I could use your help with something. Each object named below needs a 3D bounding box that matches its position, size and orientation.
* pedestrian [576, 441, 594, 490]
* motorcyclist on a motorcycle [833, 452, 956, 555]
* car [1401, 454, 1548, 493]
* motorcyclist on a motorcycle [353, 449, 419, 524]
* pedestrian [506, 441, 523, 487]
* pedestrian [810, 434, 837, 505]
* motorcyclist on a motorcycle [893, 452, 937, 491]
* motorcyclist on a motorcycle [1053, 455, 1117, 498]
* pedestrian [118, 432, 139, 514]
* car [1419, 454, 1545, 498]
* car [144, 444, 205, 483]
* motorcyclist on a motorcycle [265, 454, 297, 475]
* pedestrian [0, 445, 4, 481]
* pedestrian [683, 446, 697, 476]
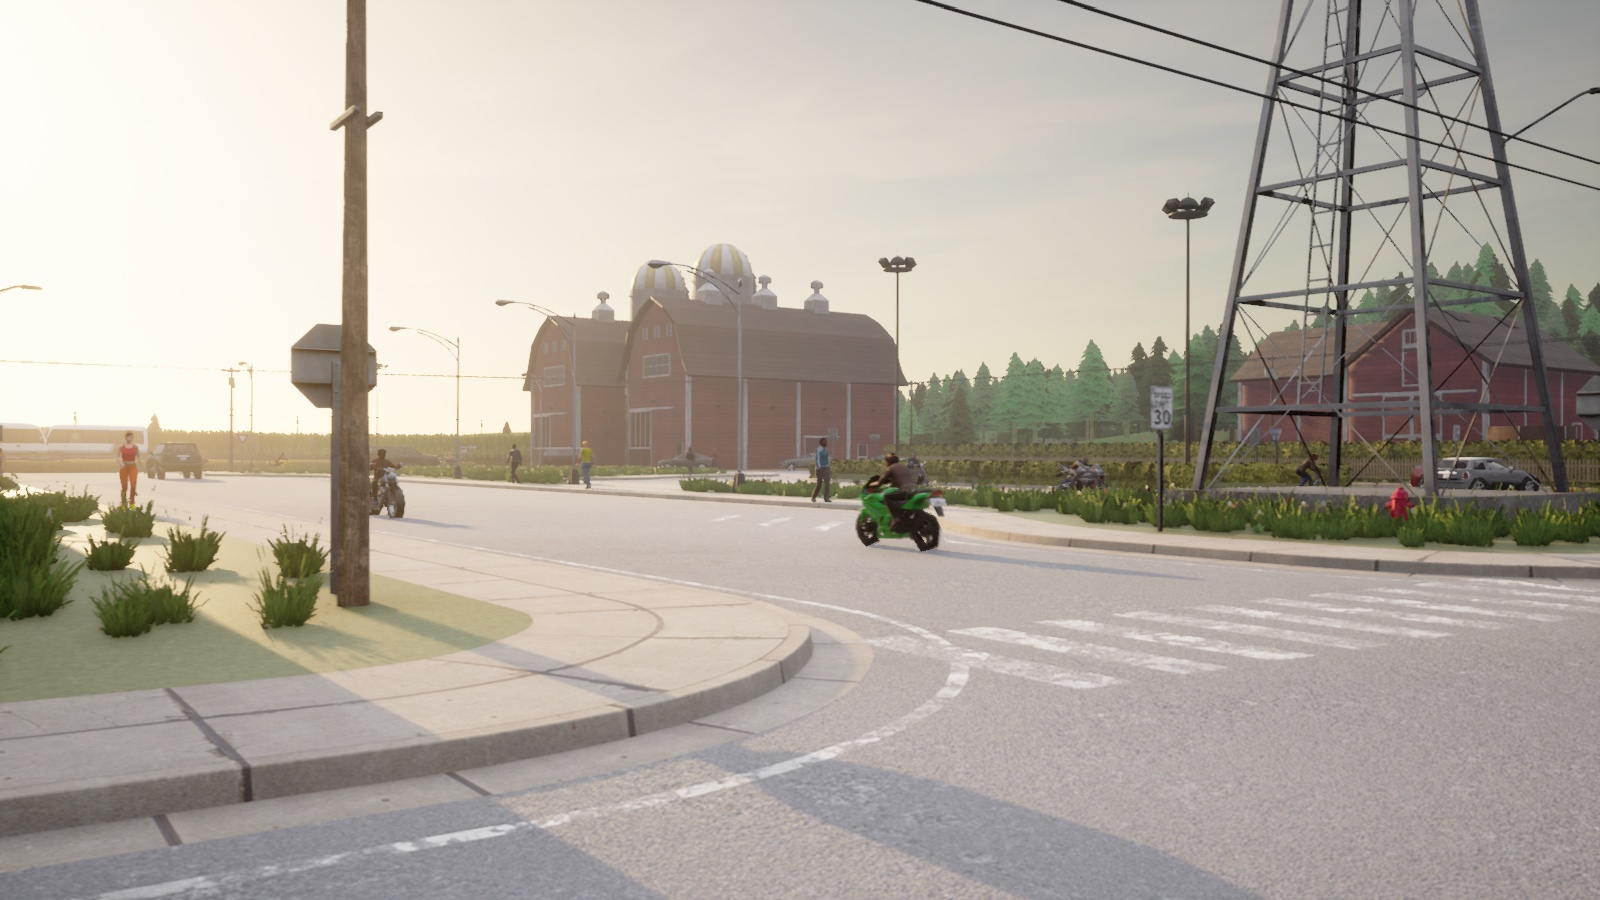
[{"bbox_3d":[-8.111,0.577,47.413,0.354,1.836,0.706,0,0,-41],"label":"pedestrian"},{"bbox_3d":[1.455,0.798,19.700,0.797,1.523,2.044,0,0,-36],"label":"motorcyclist on a motorcycle"},{"bbox_3d":[27.420,0.922,51.189,2.163,1.488,4.792,0,0,-35],"label":"car"},{"bbox_3d":[-9.547,0.805,28.917,0.766,1.649,2.350,0,0,-36],"label":"motorcyclist on a motorcycle"},{"bbox_3d":[-12.376,0.604,54.381,0.423,1.949,0.788,0,0,-40],"label":"pedestrian"},{"bbox_3d":[0.643,0.527,34.557,0.396,1.930,0.692,0,0,-35],"label":"pedestrian"},{"bbox_3d":[4.858,0.892,53.209,0.866,1.590,1.817,0,0,-35],"label":"motorcyclist on a motorcycle"},{"bbox_3d":[10.369,0.944,45.730,0.866,1.530,2.191,1,-1,-41],"label":"motorcyclist on a motorcycle"},{"bbox_3d":[-15.115,0.509,28.255,0.345,1.836,0.594,0,0,-35],"label":"pedestrian"},{"bbox_3d":[23.743,0.862,43.708,3.806,1.475,1.970,0,0,-25],"label":"car"},{"bbox_3d":[-34.869,0.733,69.929,2.150,2.045,5.566,0,0,-36],"label":"car"},{"bbox_3d":[-37.938,1.078,91.802,2.044,1.523,0.797,0,0,-35],"label":"motorcyclist on a motorcycle"},{"bbox_3d":[-40.114,0.645,62.821,0.594,1.836,0.345,0,0,44],"label":"pedestrian"},{"bbox_3d":[-6.932,0.693,79.023,0.563,1.883,0.849,0,0,25],"label":"pedestrian"}]
